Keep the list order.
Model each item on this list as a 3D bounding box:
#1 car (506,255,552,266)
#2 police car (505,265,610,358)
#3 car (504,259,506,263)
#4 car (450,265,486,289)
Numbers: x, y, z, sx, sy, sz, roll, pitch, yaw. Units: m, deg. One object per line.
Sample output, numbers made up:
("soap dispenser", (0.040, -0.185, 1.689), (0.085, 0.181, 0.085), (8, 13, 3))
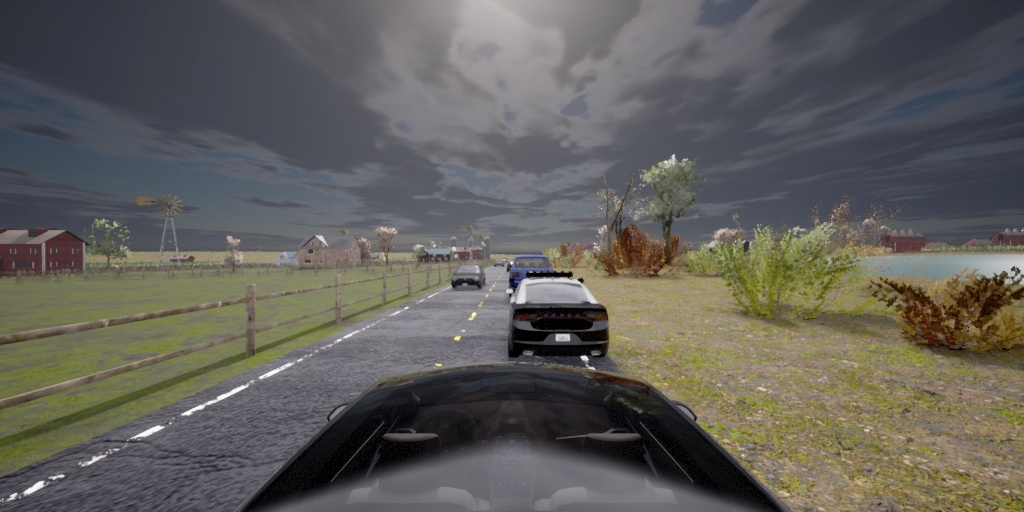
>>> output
("car", (0.943, 0.973, 18.557), (2.150, 2.045, 5.566), (0, 0, 0))
("police car", (0.876, 1.174, 8.638), (1.930, 1.638, 5.238), (0, 0, 0))
("car", (0.333, 1.331, 46.315), (1.994, 1.385, 4.181), (0, 0, 2))
("car", (-2.700, 1.296, 23.429), (2.033, 1.411, 5.357), (0, 0, 0))
